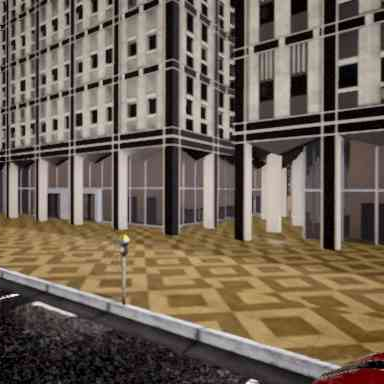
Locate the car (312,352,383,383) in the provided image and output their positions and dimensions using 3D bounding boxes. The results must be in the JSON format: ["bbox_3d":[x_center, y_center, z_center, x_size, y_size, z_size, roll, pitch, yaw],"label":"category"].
[{"bbox_3d":[2.312,1.450,1.232,4.097,1.590,1.967,1,0,35],"label":"car"}]
